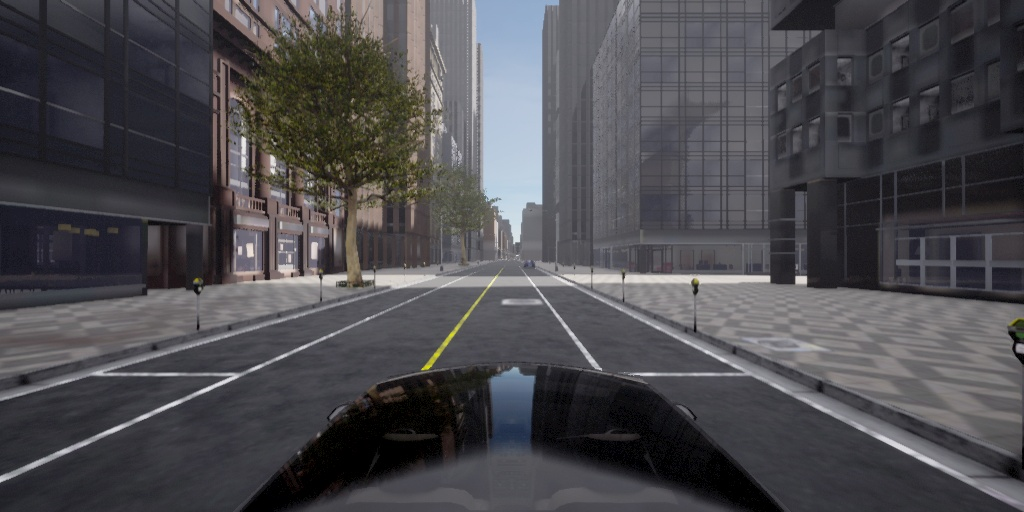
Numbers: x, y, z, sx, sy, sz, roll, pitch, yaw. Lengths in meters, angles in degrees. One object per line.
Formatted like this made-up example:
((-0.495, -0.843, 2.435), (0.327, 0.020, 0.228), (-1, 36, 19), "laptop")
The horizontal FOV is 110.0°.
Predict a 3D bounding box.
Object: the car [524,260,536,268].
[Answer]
((3.000, 1.368, 61.618), (1.812, 1.442, 4.674), (0, 0, 0), "car")
